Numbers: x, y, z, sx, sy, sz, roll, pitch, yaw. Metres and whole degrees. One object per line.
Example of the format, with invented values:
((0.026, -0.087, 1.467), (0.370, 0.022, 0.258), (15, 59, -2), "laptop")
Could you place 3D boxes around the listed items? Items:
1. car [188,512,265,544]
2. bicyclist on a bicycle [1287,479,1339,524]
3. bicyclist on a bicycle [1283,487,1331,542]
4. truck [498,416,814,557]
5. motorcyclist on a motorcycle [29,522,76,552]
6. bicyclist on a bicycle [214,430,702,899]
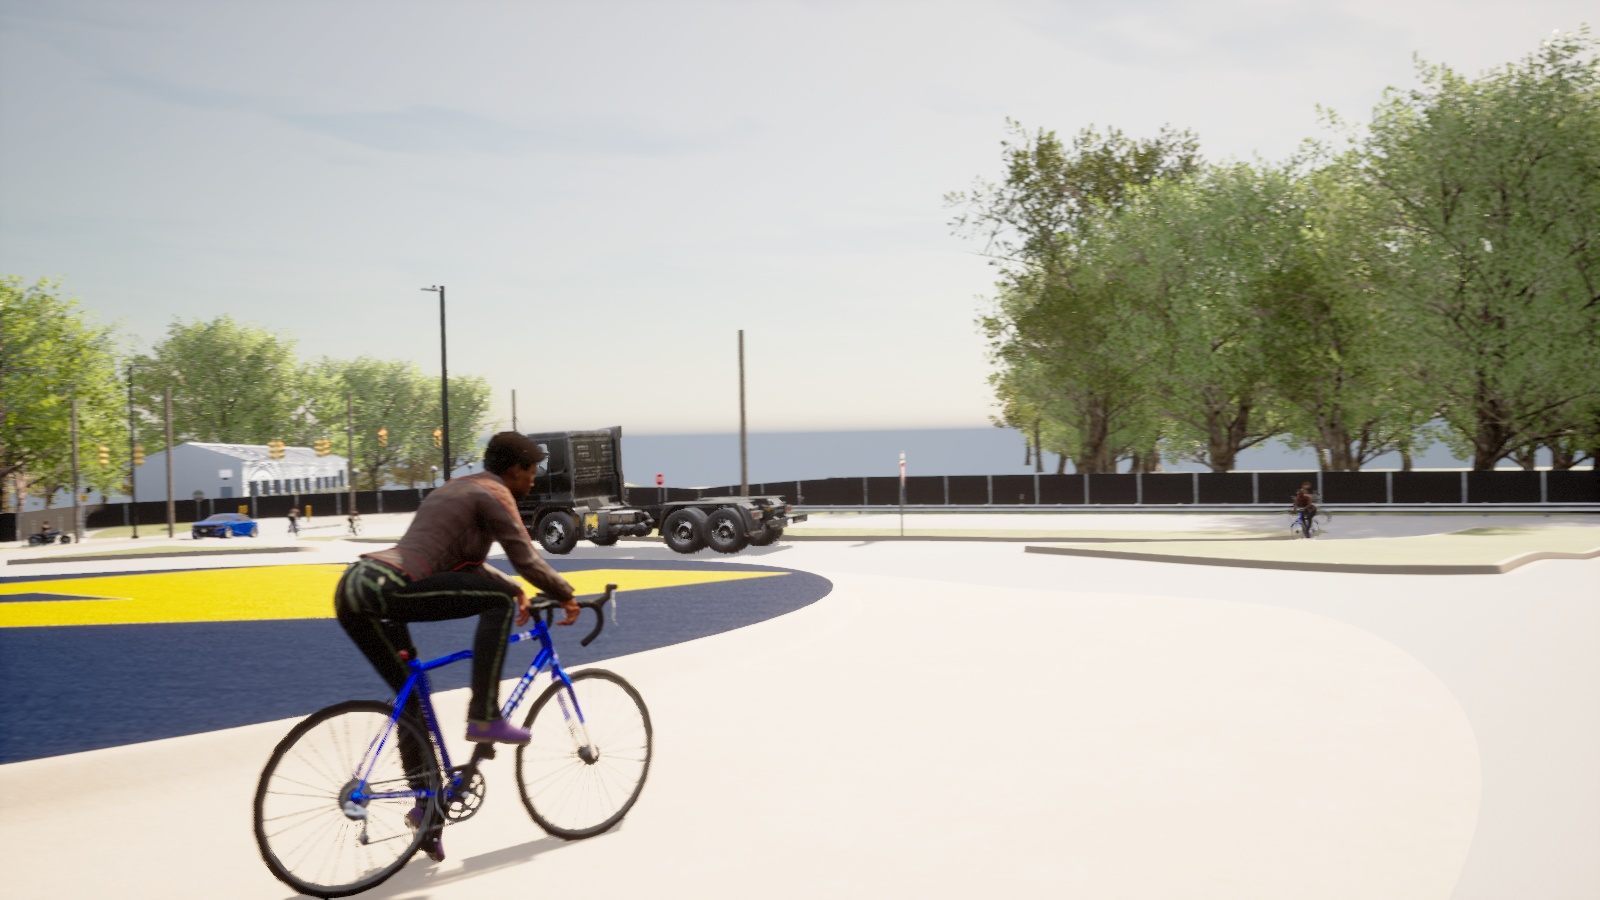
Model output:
((-31.233, 4.309, 68.510), (1.882, 1.535, 5.008), (-3, -5, 0), "car")
((18.933, 1.884, 46.360), (1.509, 1.612, 0.866), (-1, 1, 42), "bicyclist on a bicycle")
((15.481, 1.950, 38.332), (1.656, 1.620, 0.582), (0, -3, -39), "bicyclist on a bicycle")
((-3.930, 0.997, 34.073), (7.936, 3.462, 2.891), (-2, 1, 22), "truck")
((-45.152, 5.241, 75.893), (2.350, 1.649, 0.766), (-1, 1, -28), "motorcyclist on a motorcycle")
((-1.207, 0.756, 4.672), (1.656, 1.620, 0.582), (0, -1, -43), "bicyclist on a bicycle")
